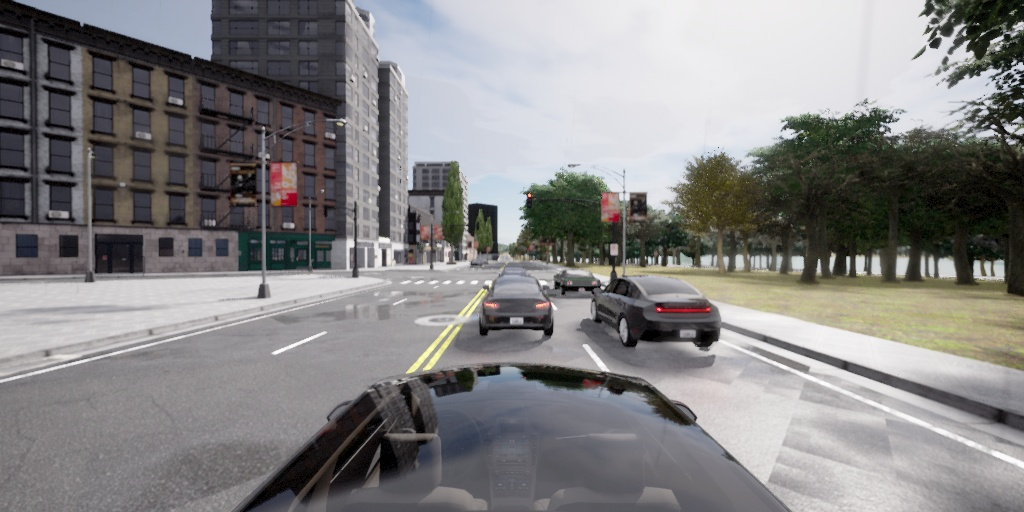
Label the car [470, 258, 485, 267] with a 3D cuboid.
[{"bbox_3d":[-6.447,1.272,65.057,1.994,1.385,4.181,0,0,0],"label":"car"}]

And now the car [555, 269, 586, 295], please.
[{"bbox_3d":[3.379,1.340,19.505,1.895,1.301,4.718,0,0,0],"label":"car"}]

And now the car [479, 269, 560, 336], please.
[{"bbox_3d":[0.116,1.271,10.230,1.812,1.442,4.674,0,0,0],"label":"car"}]

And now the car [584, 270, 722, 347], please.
[{"bbox_3d":[3.361,1.249,9.262,1.837,1.490,4.892,0,0,0],"label":"car"}]
